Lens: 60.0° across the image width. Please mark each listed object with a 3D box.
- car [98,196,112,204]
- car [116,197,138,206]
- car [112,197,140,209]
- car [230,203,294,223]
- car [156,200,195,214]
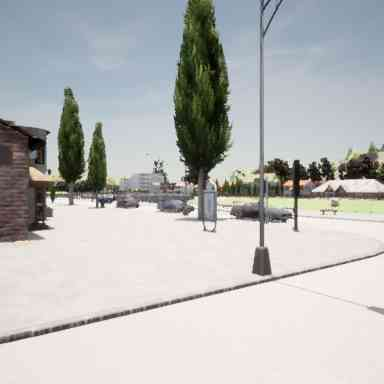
[{"bbox_3d":[-16.898,1.472,64.089,1.882,1.535,5.008,0,0,-36],"label":"car"},{"bbox_3d":[-10.938,1.520,55.800,1.812,1.442,4.674,0,0,-36],"label":"car"},{"bbox_3d":[-8.861,1.559,45.752,1.994,1.385,4.181,0,0,-36],"label":"car"},{"bbox_3d":[5.310,1.543,26.008,2.033,1.411,5.357,0,0,-36],"label":"car"},{"bbox_3d":[-1.878,1.543,36.007,2.033,1.411,5.357,0,0,-36],"label":"car"}]
